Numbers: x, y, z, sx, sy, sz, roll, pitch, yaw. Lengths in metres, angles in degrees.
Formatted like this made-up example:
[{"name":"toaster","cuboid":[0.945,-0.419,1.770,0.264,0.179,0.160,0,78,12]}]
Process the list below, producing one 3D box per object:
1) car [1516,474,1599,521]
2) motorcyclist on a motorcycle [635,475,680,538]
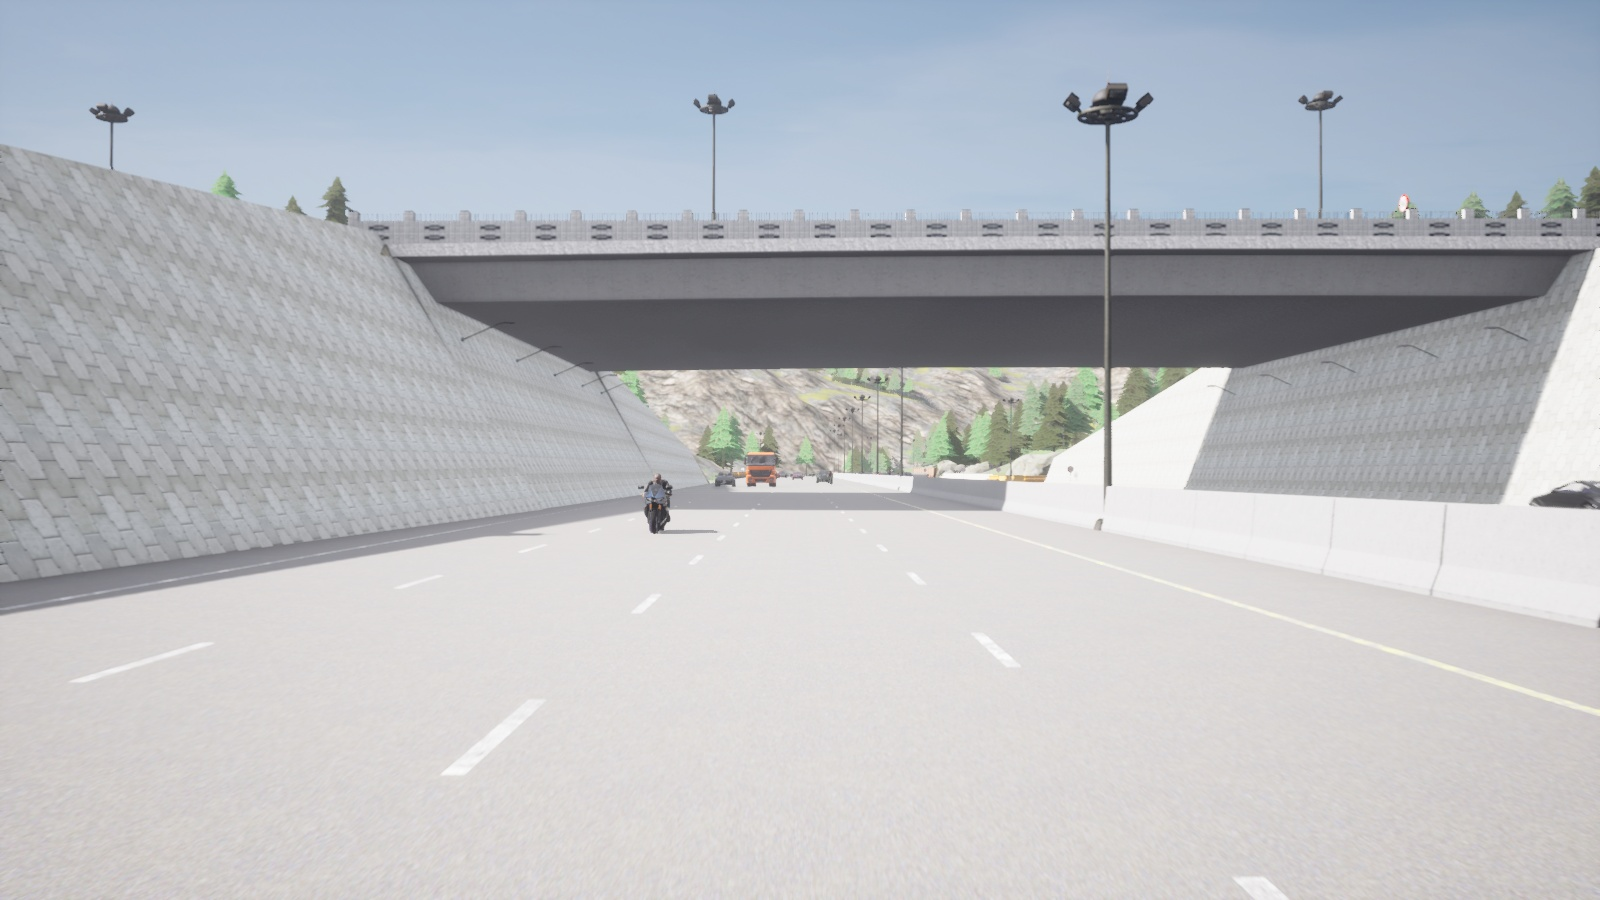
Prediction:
[{"name":"car","cuboid":[24.405,1.433,38.945,1.994,1.385,4.181,0,-1,0]},{"name":"motorcyclist on a motorcycle","cuboid":[-3.577,1.394,31.687,0.866,1.530,2.191,0,-1,0]}]
